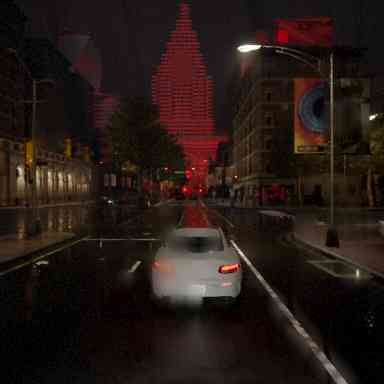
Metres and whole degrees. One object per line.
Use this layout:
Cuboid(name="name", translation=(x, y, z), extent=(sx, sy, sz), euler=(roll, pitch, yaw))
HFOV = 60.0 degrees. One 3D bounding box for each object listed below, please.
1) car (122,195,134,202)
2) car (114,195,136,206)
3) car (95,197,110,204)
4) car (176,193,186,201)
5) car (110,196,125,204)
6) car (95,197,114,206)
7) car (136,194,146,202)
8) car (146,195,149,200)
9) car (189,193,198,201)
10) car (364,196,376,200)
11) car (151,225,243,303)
Cuboid(name="car", translation=(-14.661, 1.478, 76.730), extent=(1.882, 1.535, 5.008), euler=(0, 0, 0))
Cuboid(name="car", translation=(-11.334, 1.478, 56.713), extent=(1.882, 1.535, 5.008), euler=(0, 0, 0))
Cuboid(name="car", translation=(-17.954, 1.595, 66.861), extent=(1.895, 1.301, 4.718), euler=(0, 0, 0))
Cuboid(name="car", translation=(-3.113, 1.553, 87.286), extent=(1.994, 1.385, 4.181), euler=(0, 0, 0))
Cuboid(name="car", translation=(-14.723, 1.505, 66.316), extent=(1.837, 1.490, 4.892), euler=(0, 0, 1))
Cuboid(name="car", translation=(-14.833, 1.547, 56.777), extent=(2.033, 1.411, 5.357), euler=(0, 0, 0))
Cuboid(name="car", translation=(-11.225, 1.547, 66.526), extent=(2.033, 1.411, 5.357), euler=(0, 0, 1))
Cuboid(name="car", translation=(-11.160, 1.355, 76.746), extent=(2.097, 1.767, 4.553), euler=(0, 0, 0))
Cuboid(name="car", translation=(0.385, 1.355, 86.889), extent=(2.097, 1.767, 4.553), euler=(0, 0, 0))
Cuboid(name="car", translation=(34.746, 1.481, 68.020), extent=(2.231, 1.521, 4.892), euler=(0, 0, 0))
Cuboid(name="car", translation=(0.112, 1.526, 8.113), extent=(1.812, 1.442, 4.674), euler=(0, 0, 1))
